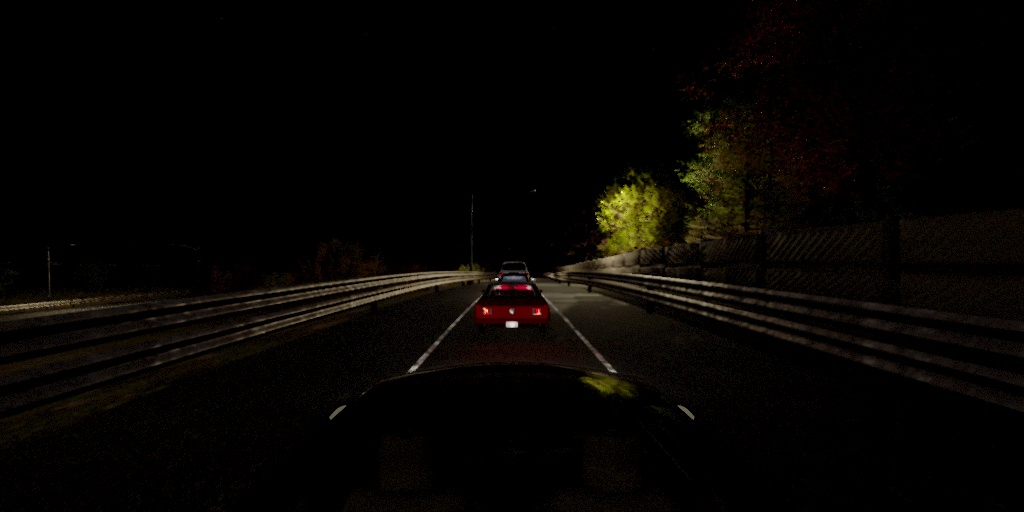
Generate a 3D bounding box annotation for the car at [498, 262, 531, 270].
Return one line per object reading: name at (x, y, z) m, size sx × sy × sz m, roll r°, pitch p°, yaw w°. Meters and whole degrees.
car at (0.178, 1.480, 26.185) m, size 2.150 × 2.045 × 5.566 m, roll 0°, pitch -3°, yaw 1°

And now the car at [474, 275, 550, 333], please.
car at (0.004, 1.412, 10.941) m, size 1.895 × 1.301 × 4.718 m, roll 0°, pitch -1°, yaw 0°

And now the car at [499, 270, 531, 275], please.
car at (0.121, 1.494, 16.745) m, size 1.994 × 1.385 × 4.181 m, roll 0°, pitch -1°, yaw 1°
